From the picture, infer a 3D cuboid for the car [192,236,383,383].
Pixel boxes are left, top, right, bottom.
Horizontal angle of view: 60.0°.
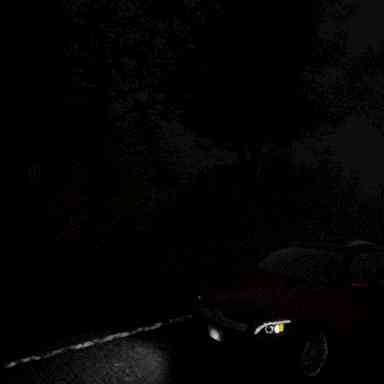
[{"bbox_3d":[2.188,1.524,5.547,4.674,1.442,1.812,0,0,-35],"label":"car"}]
